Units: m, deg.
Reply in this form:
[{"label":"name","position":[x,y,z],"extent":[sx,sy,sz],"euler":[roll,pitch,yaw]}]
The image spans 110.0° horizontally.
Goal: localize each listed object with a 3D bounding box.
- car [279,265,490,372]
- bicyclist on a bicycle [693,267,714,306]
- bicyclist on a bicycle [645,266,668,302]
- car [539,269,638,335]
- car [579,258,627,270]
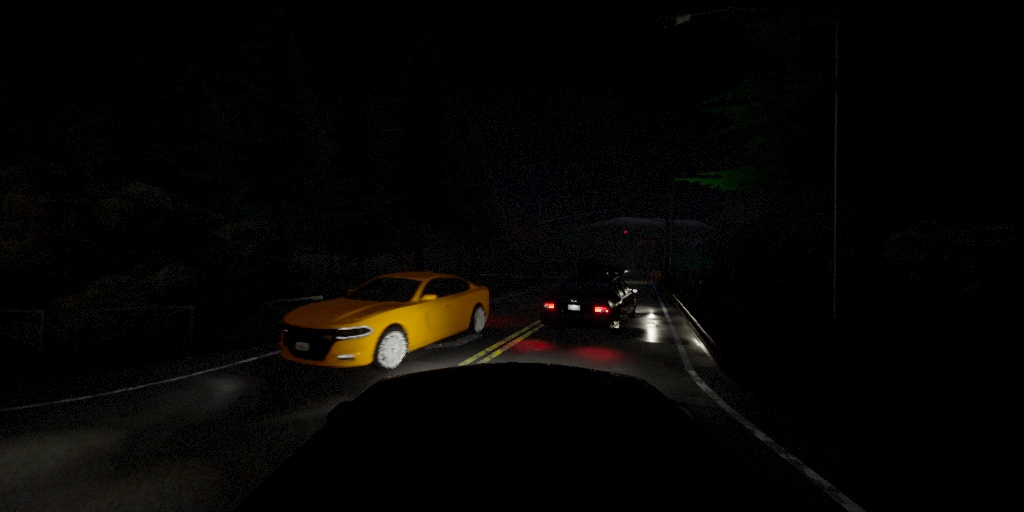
[{"label":"car","position":[-2.154,1.077,7.556],"extent":[1.882,1.535,5.008],"euler":[1,0,21]},{"label":"bicyclist on a bicycle","position":[8.086,1.303,15.101],"extent":[1.656,1.620,0.582],"euler":[1,0,-34]},{"label":"bicyclist on a bicycle","position":[6.661,1.290,16.505],"extent":[1.656,1.620,0.582],"euler":[1,-1,-31]},{"label":"car","position":[2.447,1.250,10.358],"extent":[2.033,1.411,5.357],"euler":[1,-1,25]},{"label":"car","position":[8.949,1.306,36.474],"extent":[2.150,2.045,5.566],"euler":[4,-2,-21]}]
